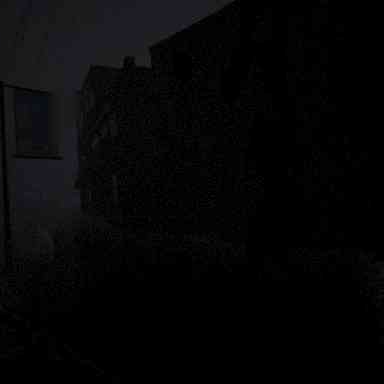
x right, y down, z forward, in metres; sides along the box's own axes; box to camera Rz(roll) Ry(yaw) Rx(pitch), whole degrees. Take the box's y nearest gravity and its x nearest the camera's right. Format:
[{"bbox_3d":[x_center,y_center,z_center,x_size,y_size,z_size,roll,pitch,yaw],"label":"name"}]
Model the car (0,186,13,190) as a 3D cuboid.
[{"bbox_3d":[-46.773,-0.706,80.734,2.231,1.521,4.892,-4,-3,6],"label":"car"}]
